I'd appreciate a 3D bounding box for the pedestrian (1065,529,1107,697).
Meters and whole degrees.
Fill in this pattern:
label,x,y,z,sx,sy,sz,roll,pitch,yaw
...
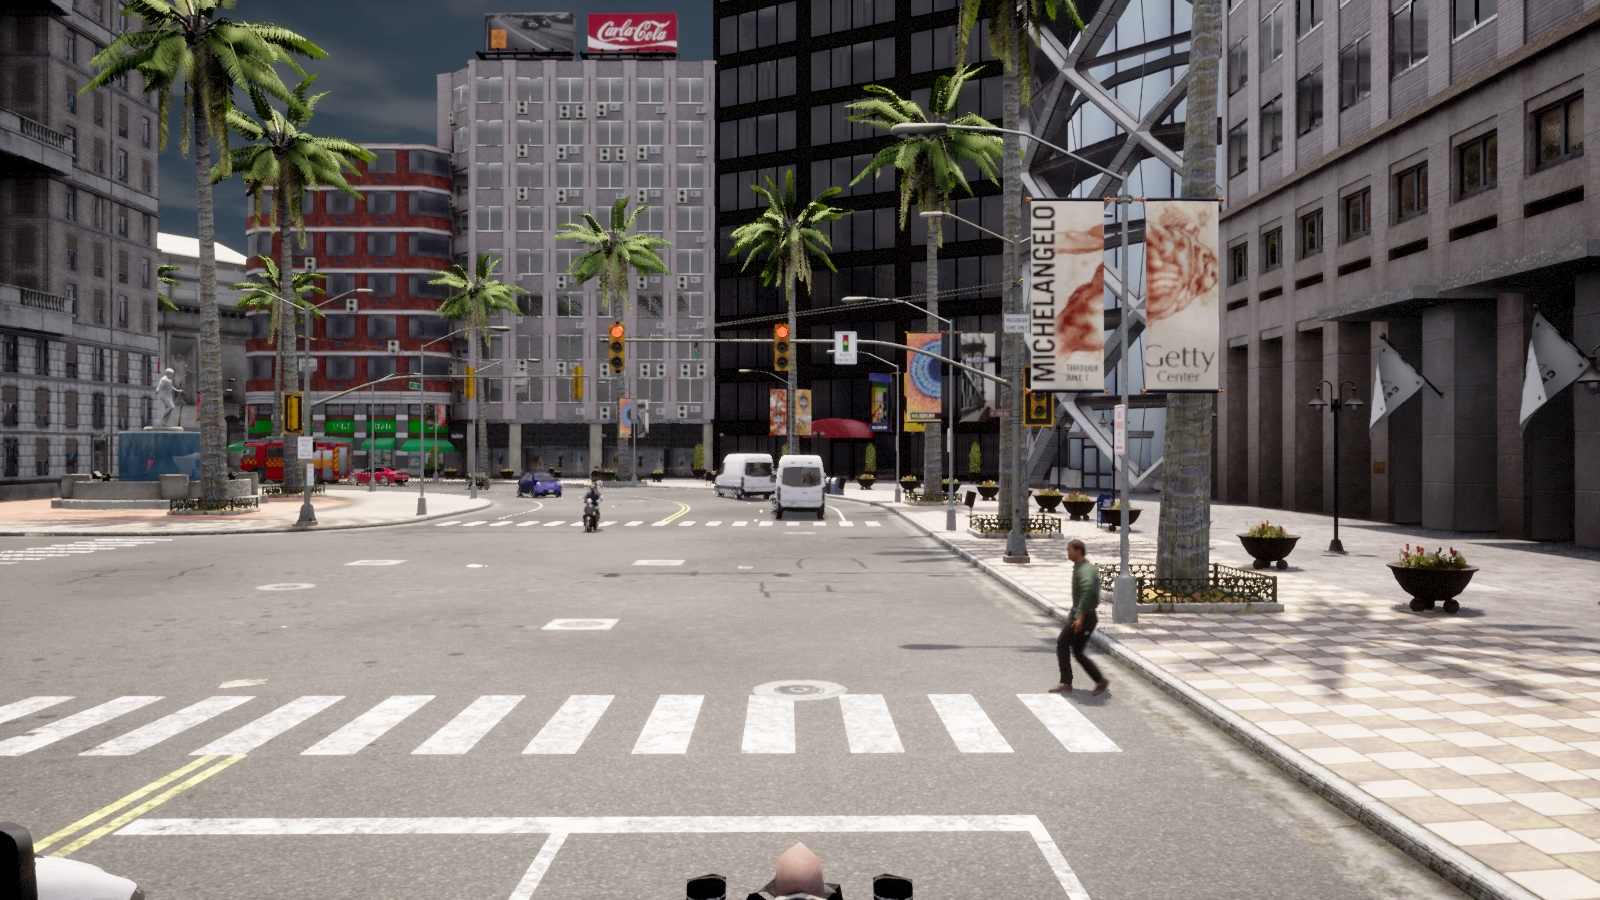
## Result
label,x,y,z,sx,sy,sz,roll,pitch,yaw
pedestrian,3.252,1.843,12.993,0.375,1.860,0.375,0,0,-1

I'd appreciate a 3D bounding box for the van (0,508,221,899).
label,x,y,z,sx,sy,sz,roll,pitch,yaw
van,-3.507,1.533,1.998,1.988,2.561,5.915,0,0,0

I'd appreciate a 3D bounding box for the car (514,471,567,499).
label,x,y,z,sx,sy,sz,roll,pitch,yaw
car,-15.022,2.012,66.062,1.845,1.501,3.633,0,0,-32

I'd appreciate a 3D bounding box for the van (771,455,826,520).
label,x,y,z,sx,sy,sz,roll,pitch,yaw
van,-0.121,1.515,48.880,1.988,2.561,5.915,1,0,-3

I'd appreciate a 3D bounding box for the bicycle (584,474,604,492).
label,x,y,z,sx,sy,sz,roll,pitch,yaw
bicycle,-13.633,2.180,75.541,0.329,1.171,1.835,-1,1,-43

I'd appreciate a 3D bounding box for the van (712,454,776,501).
label,x,y,z,sx,sy,sz,roll,pitch,yaw
van,-3.295,1.508,65.688,1.988,2.561,5.915,0,0,-20

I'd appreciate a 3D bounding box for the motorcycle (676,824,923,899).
label,x,y,z,sx,sy,sz,roll,pitch,yaw
motorcycle,-0.001,2.203,3.717,0.867,1.251,2.209,0,0,0
